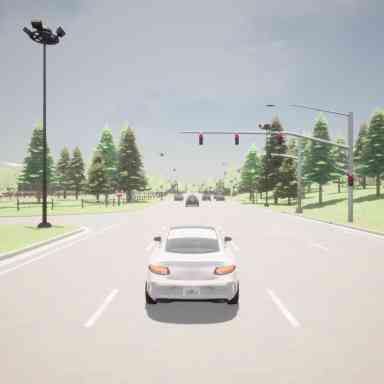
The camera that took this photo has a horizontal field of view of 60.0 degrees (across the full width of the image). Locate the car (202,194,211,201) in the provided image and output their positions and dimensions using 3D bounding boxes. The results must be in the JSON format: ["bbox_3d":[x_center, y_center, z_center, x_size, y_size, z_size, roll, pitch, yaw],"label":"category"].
[{"bbox_3d":[3.588,1.348,82.886,2.097,1.767,4.553,0,0,0],"label":"car"}]

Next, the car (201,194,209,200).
[{"bbox_3d":[3.599,1.372,92.919,2.033,1.411,5.357,0,0,0],"label":"car"}]

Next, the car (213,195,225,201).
[{"bbox_3d":[7.088,1.517,82.496,2.128,1.511,4.902,0,0,0],"label":"car"}]

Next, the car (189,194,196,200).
[{"bbox_3d":[0.099,1.332,92.923,1.837,1.490,4.892,0,0,0],"label":"car"}]

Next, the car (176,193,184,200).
[{"bbox_3d":[-3.401,1.188,92.897,2.097,1.767,4.553,0,0,0],"label":"car"}]

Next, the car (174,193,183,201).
[{"bbox_3d":[-3.412,1.544,82.890,1.994,1.385,4.181,0,0,0],"label":"car"}]

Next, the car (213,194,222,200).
[{"bbox_3d":[7.099,1.385,92.916,1.994,1.385,4.181,0,0,0],"label":"car"}]

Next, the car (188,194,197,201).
[{"bbox_3d":[0.088,1.348,82.890,2.097,1.767,4.553,0,0,0],"label":"car"}]

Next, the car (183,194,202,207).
[{"bbox_3d":[0.055,1.352,51.860,2.097,1.767,4.553,0,0,0],"label":"car"}]

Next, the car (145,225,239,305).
[{"bbox_3d":[0.015,1.526,7.987,1.812,1.442,4.674,0,0,0],"label":"car"}]
